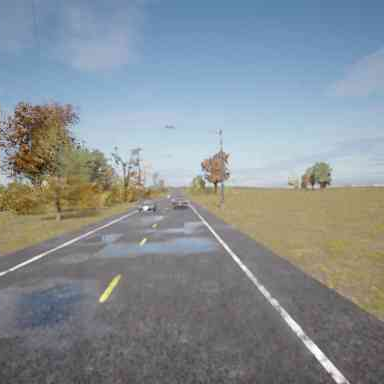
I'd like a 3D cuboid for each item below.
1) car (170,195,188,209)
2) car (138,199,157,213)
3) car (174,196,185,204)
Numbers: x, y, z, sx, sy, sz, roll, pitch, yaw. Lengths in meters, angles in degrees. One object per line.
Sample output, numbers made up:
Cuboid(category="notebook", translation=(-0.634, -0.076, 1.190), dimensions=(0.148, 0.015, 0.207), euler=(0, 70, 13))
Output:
Cuboid(category="car", translation=(-1.575, 1.432, 45.073), dimensions=(2.128, 1.511, 4.902), euler=(-2, 0, -2))
Cuboid(category="car", translation=(-4.960, 1.541, 37.551), dimensions=(2.128, 1.511, 4.902), euler=(-2, 0, -2))
Cuboid(category="car", translation=(-2.375, 1.477, 64.243), dimensions=(1.994, 1.385, 4.181), euler=(-2, 0, -2))
